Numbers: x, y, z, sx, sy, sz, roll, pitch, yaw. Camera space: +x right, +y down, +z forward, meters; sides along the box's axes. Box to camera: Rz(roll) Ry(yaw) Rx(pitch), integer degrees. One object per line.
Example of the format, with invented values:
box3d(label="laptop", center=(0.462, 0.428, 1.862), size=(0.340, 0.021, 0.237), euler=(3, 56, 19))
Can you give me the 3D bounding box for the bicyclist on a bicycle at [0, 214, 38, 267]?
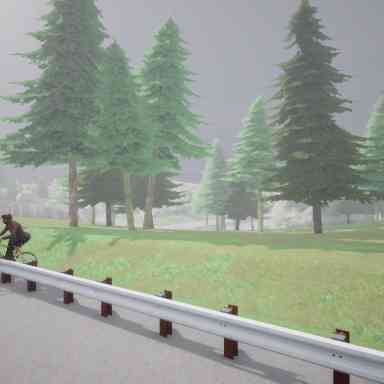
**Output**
box3d(label="bicyclist on a bicycle", center=(-4.617, 1.383, 8.400), size=(0.582, 1.620, 1.656), euler=(1, -8, 37))
